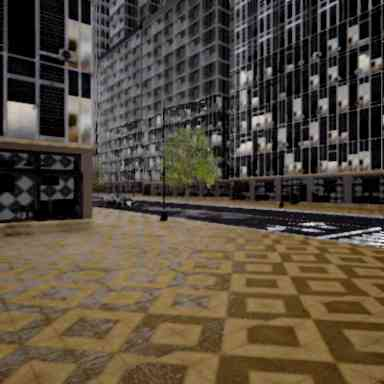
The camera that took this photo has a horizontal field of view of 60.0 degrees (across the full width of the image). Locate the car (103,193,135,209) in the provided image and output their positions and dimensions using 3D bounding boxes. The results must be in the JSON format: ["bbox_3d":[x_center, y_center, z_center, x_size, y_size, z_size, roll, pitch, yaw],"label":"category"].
[{"bbox_3d":[-7.725,0.915,35.024,2.128,1.511,4.902,0,1,-38],"label":"car"}]
